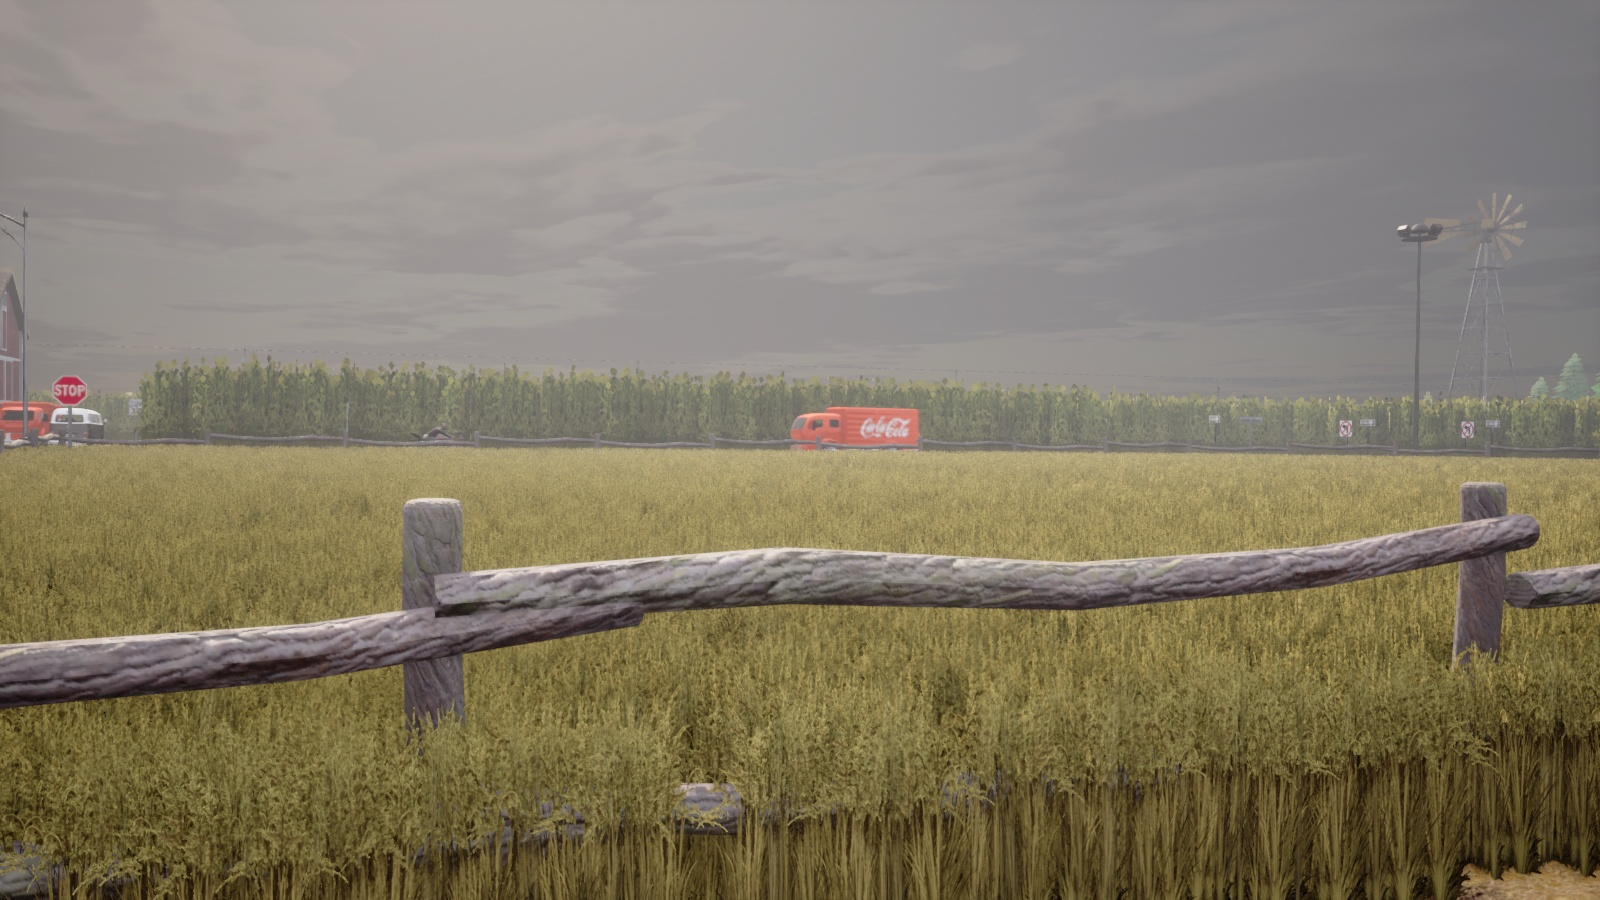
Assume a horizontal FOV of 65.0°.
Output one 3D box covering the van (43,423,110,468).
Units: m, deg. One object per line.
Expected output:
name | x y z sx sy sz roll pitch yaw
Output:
van | -34.650 -0.198 60.229 2.069 2.038 4.480 -1 0 -21

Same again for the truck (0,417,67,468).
truck | -39.444 -0.361 64.135 2.627 2.467 5.204 -1 0 -21

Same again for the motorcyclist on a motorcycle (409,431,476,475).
motorcyclist on a motorcycle | -12.538 0.099 44.006 2.191 1.530 0.866 0 1 -20

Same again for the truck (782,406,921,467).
truck | 2.147 -0.605 52.793 5.204 2.467 2.627 -1 1 -21
